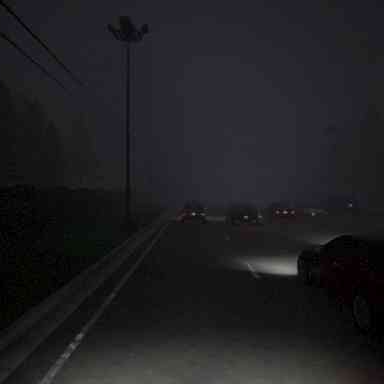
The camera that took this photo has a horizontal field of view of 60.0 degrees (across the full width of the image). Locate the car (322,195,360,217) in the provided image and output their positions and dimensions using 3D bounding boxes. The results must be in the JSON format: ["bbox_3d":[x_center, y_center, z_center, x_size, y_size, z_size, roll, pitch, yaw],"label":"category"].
[{"bbox_3d":[14.115,1.296,32.263,2.150,2.045,5.566,0,0,0],"label":"car"}]

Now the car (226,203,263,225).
[{"bbox_3d":[3.611,1.535,24.703,1.882,1.535,5.008,0,0,0],"label":"car"}]

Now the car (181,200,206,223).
[{"bbox_3d":[0.112,1.608,25.810,2.033,1.411,5.357,0,0,0],"label":"car"}]

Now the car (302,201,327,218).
[{"bbox_3d":[10.615,1.673,31.341,1.895,1.301,4.718,0,0,0],"label":"car"}]

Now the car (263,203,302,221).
[{"bbox_3d":[7.113,1.612,27.843,2.033,1.411,5.357,0,0,0],"label":"car"}]

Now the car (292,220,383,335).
[{"bbox_3d":[3.603,1.541,6.594,1.812,1.442,4.674,0,0,0],"label":"car"}]
